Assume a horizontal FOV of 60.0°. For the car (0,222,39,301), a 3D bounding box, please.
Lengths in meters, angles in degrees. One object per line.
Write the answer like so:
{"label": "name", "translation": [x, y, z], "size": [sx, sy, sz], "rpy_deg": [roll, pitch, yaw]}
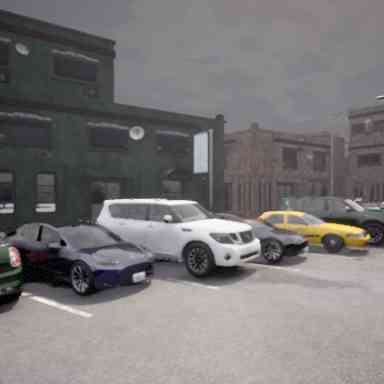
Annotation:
{"label": "car", "translation": [-5.600, 1.360, 7.032], "size": [4.553, 1.767, 2.185], "rpy_deg": [-1, -1, 35]}

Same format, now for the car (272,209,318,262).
{"label": "car", "translation": [1.775, 1.512, 12.217], "size": [4.792, 1.488, 2.163], "rpy_deg": [-1, -1, 35]}

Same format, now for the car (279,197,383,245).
{"label": "car", "translation": [6.687, 1.234, 15.691], "size": [5.566, 2.045, 2.435], "rpy_deg": [-1, -1, 35]}

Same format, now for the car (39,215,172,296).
{"label": "car", "translation": [-3.137, 1.514, 8.770], "size": [4.792, 1.488, 2.163], "rpy_deg": [-1, -1, 35]}

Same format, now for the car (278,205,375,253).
{"label": "car", "translation": [4.361, 1.478, 13.856], "size": [5.366, 1.575, 1.946], "rpy_deg": [-1, -1, 35]}

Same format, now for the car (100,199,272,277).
{"label": "car", "translation": [-0.684, 1.231, 10.497], "size": [5.566, 2.045, 2.435], "rpy_deg": [-1, -1, 35]}
